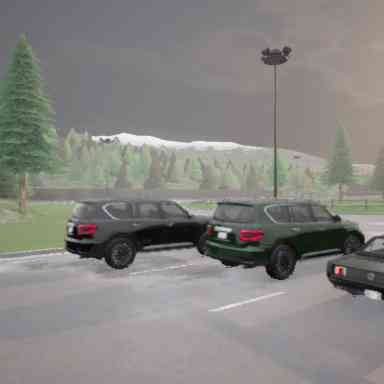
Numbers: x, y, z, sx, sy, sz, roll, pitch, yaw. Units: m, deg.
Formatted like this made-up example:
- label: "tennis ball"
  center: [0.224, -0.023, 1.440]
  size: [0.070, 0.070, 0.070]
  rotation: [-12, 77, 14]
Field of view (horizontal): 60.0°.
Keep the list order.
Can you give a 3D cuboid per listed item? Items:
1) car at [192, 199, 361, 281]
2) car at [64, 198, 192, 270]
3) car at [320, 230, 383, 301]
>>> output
- label: "car"
  center: [2.959, 1.220, 10.139]
  size: [5.566, 2.045, 2.150]
  rotation: [0, 0, -36]
- label: "car"
  center: [-1.399, 1.219, 11.337]
  size: [5.566, 2.045, 2.150]
  rotation: [0, 0, -36]
- label: "car"
  center: [5.136, 1.601, 7.391]
  size: [4.718, 1.301, 1.895]
  rotation: [0, 0, -35]
